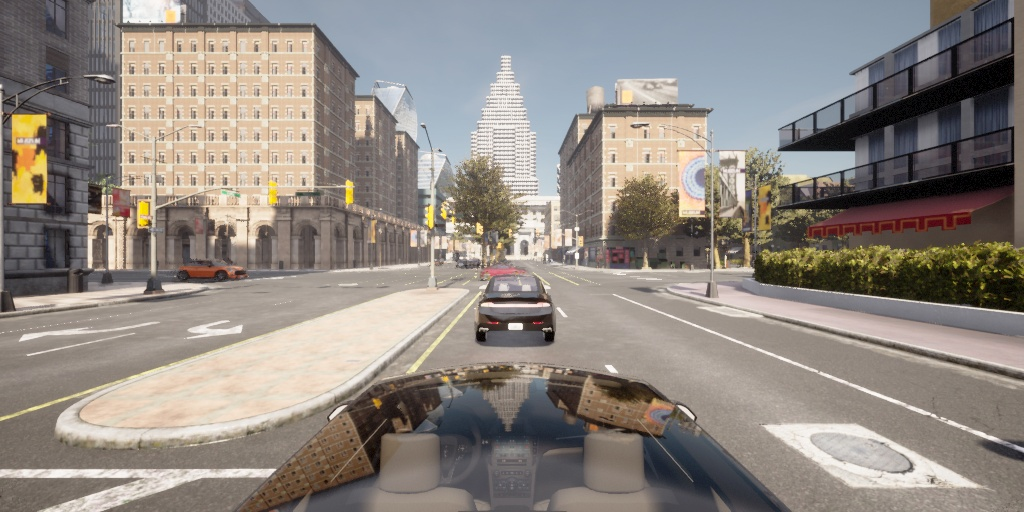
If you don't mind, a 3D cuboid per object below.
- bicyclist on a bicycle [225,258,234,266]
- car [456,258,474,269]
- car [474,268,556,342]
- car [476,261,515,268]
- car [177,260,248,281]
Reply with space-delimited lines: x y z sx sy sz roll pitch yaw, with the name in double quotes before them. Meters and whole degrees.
"bicyclist on a bicycle" -37.237 1.050 47.226 0.582 1.620 1.656 0 0 0
"car" -8.002 1.241 58.564 2.128 1.511 4.902 0 0 0
"car" 0.083 1.242 9.815 2.128 1.511 4.902 0 0 0
"car" -0.578 1.314 29.403 4.181 1.385 1.994 0 0 0
"car" -24.344 1.101 29.306 4.553 1.767 2.097 0 0 0
